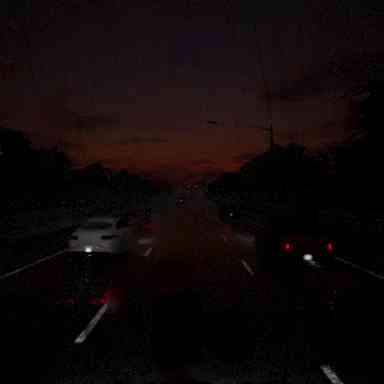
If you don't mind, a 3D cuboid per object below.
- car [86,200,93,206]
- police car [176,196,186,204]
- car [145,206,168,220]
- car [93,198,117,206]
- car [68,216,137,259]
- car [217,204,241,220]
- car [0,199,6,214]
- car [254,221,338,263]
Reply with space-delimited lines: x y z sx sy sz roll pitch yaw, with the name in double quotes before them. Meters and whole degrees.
"car" -21.004 2.395 70.373 1.994 1.385 4.181 0 -1 0
"police car" -3.505 2.592 92.550 2.038 1.542 4.974 0 -1 0
"car" -3.401 2.014 32.898 1.895 1.301 4.718 0 -1 0
"car" -14.063 2.166 54.534 2.128 1.511 4.902 0 -1 0
"car" -3.400 1.689 13.237 1.812 1.442 4.674 0 -1 0
"car" 3.599 1.902 32.726 2.128 1.511 4.902 0 -1 0
"car" -17.599 1.565 27.272 2.150 2.045 5.566 0 -1 0
"car" 3.600 1.756 12.540 1.895 1.301 4.718 0 -1 0
